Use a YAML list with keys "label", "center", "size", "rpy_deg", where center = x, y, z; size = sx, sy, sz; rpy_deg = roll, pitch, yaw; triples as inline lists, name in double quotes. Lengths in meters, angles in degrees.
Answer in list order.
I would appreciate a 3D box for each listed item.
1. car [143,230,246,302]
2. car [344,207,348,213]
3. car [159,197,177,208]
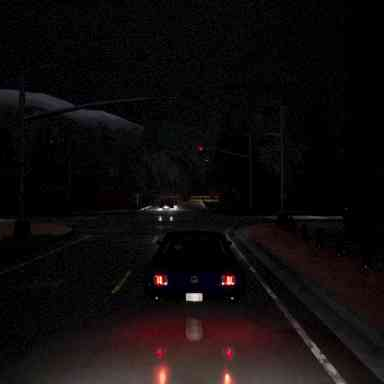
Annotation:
- label: "car"
  center: [0.066, 1.600, 8.190]
  size: [1.895, 1.301, 4.718]
  rpy_deg: [0, 0, 0]
- label: "car"
  center: [16.240, 1.613, 29.644]
  size: [4.718, 1.301, 1.895]
  rpy_deg: [0, 0, -1]
- label: "car"
  center: [-3.548, 1.520, 47.263]
  size: [1.812, 1.442, 4.674]
  rpy_deg: [0, 0, 0]
